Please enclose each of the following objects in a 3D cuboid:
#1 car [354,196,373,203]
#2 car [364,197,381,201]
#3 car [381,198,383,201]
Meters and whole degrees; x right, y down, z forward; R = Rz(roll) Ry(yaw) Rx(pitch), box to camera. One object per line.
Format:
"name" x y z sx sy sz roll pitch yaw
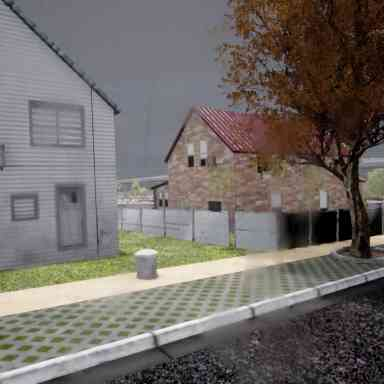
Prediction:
"car" 38.578 1.680 74.973 1.895 1.301 4.718 -2 0 0
"car" 31.955 1.660 61.189 2.097 1.767 4.553 -2 -1 1
"car" 35.242 1.746 64.825 1.812 1.442 4.674 -2 0 0
